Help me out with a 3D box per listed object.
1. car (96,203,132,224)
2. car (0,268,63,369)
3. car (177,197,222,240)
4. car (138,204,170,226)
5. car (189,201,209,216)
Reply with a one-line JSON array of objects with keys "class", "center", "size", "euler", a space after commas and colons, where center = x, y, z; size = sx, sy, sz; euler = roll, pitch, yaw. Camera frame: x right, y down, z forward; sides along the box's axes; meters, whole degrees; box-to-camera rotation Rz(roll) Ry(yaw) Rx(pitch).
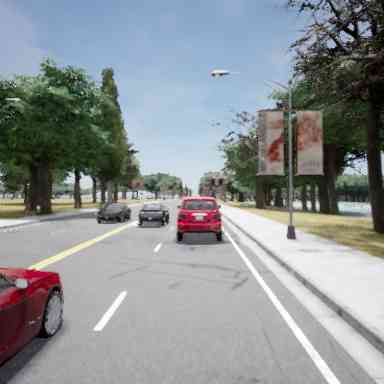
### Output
[{"class": "car", "center": [-6.154, 1.618, 26.680], "size": [1.882, 1.535, 5.008], "euler": [0, 0, 1]}, {"class": "car", "center": [-3.109, 1.486, 3.594], "size": [1.882, 1.535, 5.008], "euler": [0, 0, 1]}, {"class": "car", "center": [0.385, 1.281, 17.558], "size": [2.150, 2.045, 5.566], "euler": [0, 0, 1]}, {"class": "car", "center": [-2.740, 1.609, 24.695], "size": [2.128, 1.511, 4.902], "euler": [0, 0, 1]}, {"class": "car", "center": [0.712, 1.769, 36.233], "size": [2.033, 1.411, 5.357], "euler": [0, -1, 1]}]
